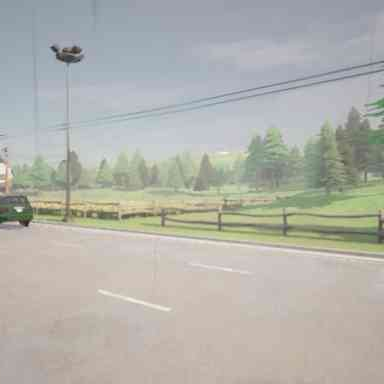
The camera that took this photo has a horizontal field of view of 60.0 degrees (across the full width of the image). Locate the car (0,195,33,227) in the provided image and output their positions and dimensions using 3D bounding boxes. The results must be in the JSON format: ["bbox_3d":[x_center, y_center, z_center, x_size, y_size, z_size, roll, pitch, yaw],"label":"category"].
[{"bbox_3d":[-12.548,1.202,21.541,5.566,2.045,2.150,0,0,36],"label":"car"}]
